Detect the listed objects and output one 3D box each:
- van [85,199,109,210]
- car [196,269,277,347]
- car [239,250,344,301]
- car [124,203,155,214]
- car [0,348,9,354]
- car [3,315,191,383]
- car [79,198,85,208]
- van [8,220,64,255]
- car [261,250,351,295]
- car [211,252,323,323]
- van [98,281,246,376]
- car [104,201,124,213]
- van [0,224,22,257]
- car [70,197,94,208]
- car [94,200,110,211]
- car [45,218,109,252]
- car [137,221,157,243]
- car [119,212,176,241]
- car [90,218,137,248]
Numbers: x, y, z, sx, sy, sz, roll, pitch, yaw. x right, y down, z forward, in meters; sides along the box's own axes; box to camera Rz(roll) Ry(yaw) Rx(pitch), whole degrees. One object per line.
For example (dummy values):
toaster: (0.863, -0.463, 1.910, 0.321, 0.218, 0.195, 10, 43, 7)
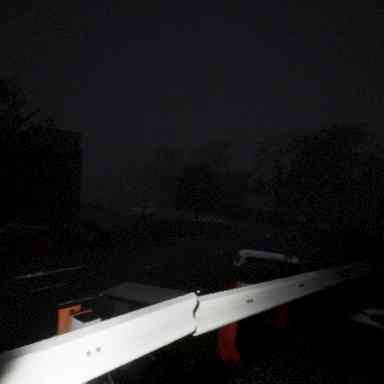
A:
van: (-17.014, 2.276, 61.267, 1.878, 1.987, 4.442, 4, 2, 21)
car: (1.047, 4.412, 13.069, 4.553, 1.767, 2.185, 5, 2, 19)
car: (4.894, 4.422, 17.750, 5.566, 2.045, 2.435, 5, 1, 20)
car: (-7.910, 2.944, 53.490, 2.435, 2.045, 5.566, 4, 2, 21)
car: (-4.770, 4.203, 6.111, 4.553, 1.767, 2.185, 5, 1, 20)
car: (-2.826, 4.401, 8.418, 4.892, 1.521, 2.231, 5, 2, 19)
car: (-19.243, 2.327, 63.356, 2.097, 1.535, 5.008, 4, 2, 21)
van: (-11.948, 3.317, 24.121, 4.442, 1.987, 1.878, 3, 1, 19)
car: (6.794, 4.769, 20.094, 4.792, 1.488, 2.163, 5, 1, 20)
car: (2.919, 4.350, 15.414, 5.566, 2.045, 2.435, 5, 2, 19)
van: (-0.784, 4.251, 10.715, 4.442, 1.987, 1.878, 5, 1, 19)
car: (-12.393, 2.842, 57.627, 1.946, 1.575, 5.366, 3, 2, 21)
van: (-13.829, 3.251, 21.837, 4.442, 1.987, 1.878, 3, 1, 19)
car: (-21.524, 2.028, 65.292, 2.185, 1.767, 4.553, 3, 2, 21)
car: (-14.731, 2.713, 59.416, 2.002, 1.452, 4.674, 3, 2, 21)
car: (-9.929, 3.365, 26.367, 5.566, 2.045, 2.435, 3, 0, 19)
car: (-6.183, 3.778, 30.949, 4.792, 1.488, 2.163, 3, 0, 19)
car: (-4.345, 3.561, 33.222, 5.566, 2.045, 2.435, 3, 1, 20)
car: (-8.048, 3.431, 28.650, 5.566, 2.045, 2.435, 3, 0, 19)
